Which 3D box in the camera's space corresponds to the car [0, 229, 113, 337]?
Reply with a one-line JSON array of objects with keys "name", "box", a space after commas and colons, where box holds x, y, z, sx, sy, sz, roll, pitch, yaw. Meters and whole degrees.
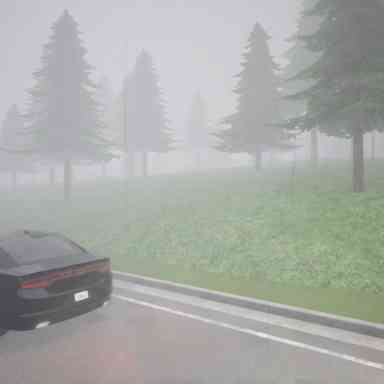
[{"name": "car", "box": [-3.749, 1.478, 6.650, 5.008, 1.535, 1.882, 0, 0, 35]}]
